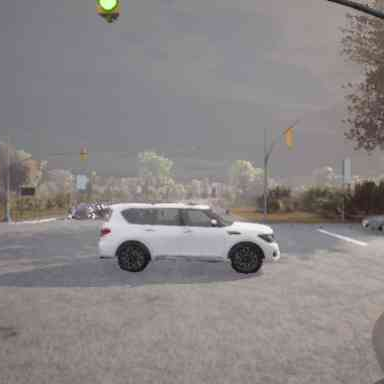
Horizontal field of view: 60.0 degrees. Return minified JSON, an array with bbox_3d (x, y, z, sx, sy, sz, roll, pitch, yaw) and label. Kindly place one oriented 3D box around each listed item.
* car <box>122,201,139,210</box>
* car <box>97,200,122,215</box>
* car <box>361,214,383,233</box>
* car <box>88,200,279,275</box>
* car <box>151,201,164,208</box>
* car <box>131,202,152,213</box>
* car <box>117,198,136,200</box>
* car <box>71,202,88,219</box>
[{"bbox_3d":[-10.381,2.284,56.564,1.994,1.385,4.181,0,-1,1],"label":"car"},{"bbox_3d":[-10.467,1.896,42.692,2.097,1.767,4.553,0,-1,0],"label":"car"},{"bbox_3d":[13.101,1.755,20.462,4.902,1.511,2.128,0,-1,4],"label":"car"},{"bbox_3d":[-0.135,1.370,10.628,5.566,2.045,2.150,0,-1,3],"label":"car"},{"bbox_3d":[-6.803,2.439,65.849,1.895,1.301,4.718,0,-1,0],"label":"car"},{"bbox_3d":[-6.954,2.136,46.224,2.033,1.411,5.357,0,-1,0],"label":"car"},{"bbox_3d":[-6.994,1.669,35.131,2.150,2.045,5.566,0,-1,0],"label":"car"},{"bbox_3d":[-10.539,1.782,33.763,2.097,1.767,4.553,0,-1,2],"label":"car"}]
